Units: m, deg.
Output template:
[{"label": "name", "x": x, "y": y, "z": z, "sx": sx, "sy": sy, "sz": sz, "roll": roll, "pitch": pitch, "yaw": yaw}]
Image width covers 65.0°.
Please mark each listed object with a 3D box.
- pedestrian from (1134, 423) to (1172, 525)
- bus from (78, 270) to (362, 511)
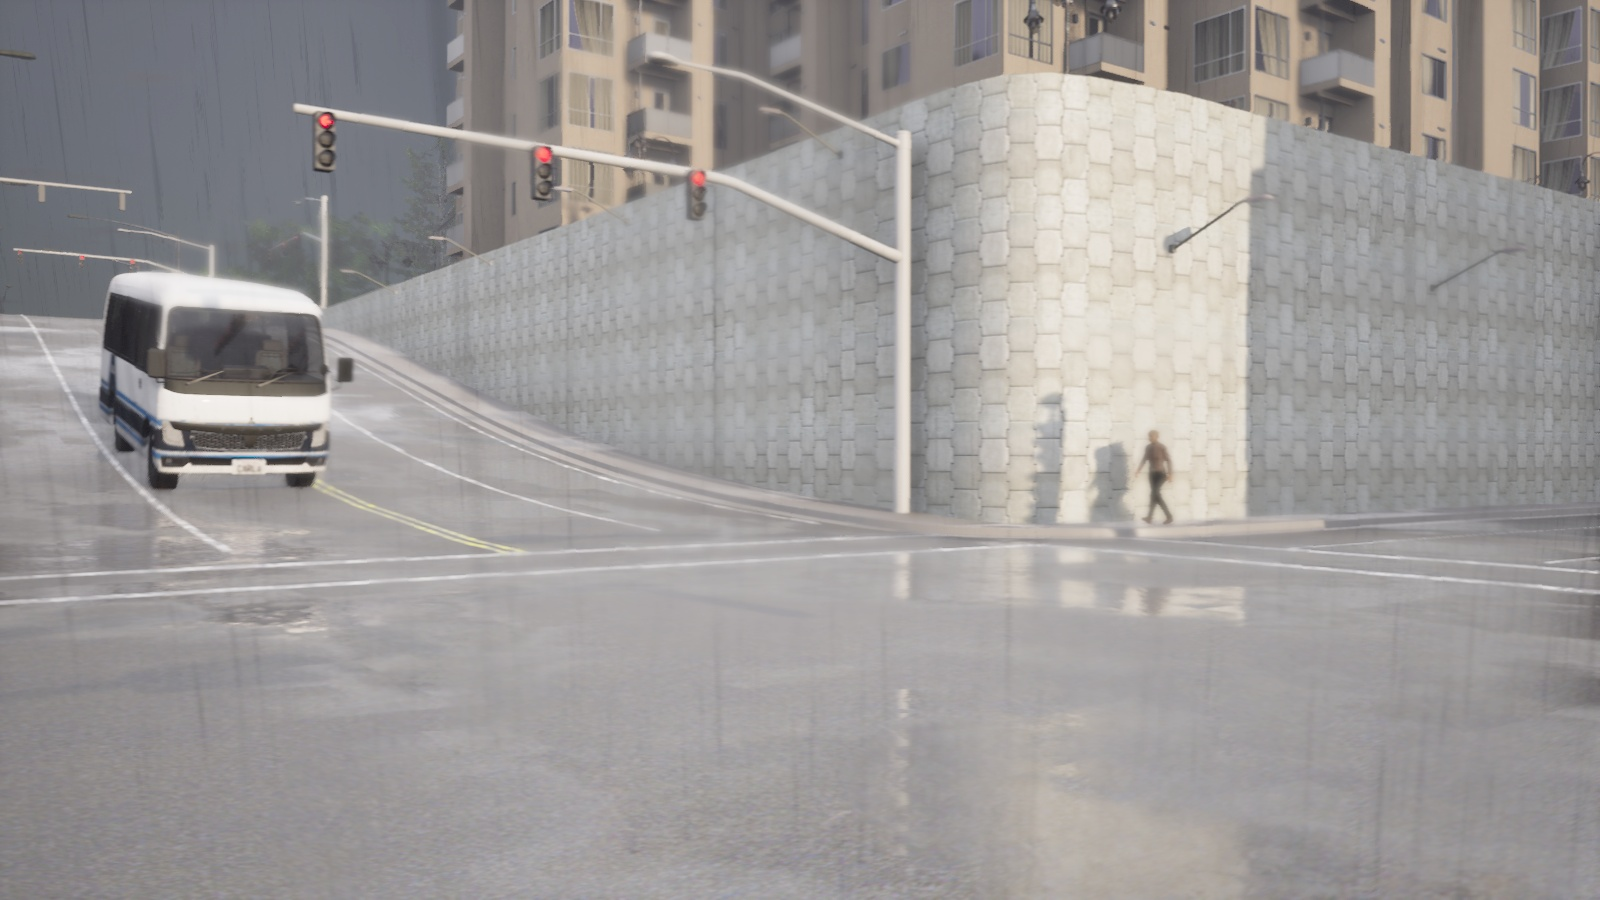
[{"label": "pedestrian", "x": 6.534, "y": 0.438, "z": 23.237, "sx": 0.634, "sy": 1.846, "sz": 0.331, "roll": 0, "pitch": 0, "yaw": -34}, {"label": "bus", "x": -13.408, "y": -1.661, "z": 28.227, "sx": 3.944, "sy": 4.253, "sz": 10.273, "roll": 0, "pitch": 8, "yaw": -35}]
